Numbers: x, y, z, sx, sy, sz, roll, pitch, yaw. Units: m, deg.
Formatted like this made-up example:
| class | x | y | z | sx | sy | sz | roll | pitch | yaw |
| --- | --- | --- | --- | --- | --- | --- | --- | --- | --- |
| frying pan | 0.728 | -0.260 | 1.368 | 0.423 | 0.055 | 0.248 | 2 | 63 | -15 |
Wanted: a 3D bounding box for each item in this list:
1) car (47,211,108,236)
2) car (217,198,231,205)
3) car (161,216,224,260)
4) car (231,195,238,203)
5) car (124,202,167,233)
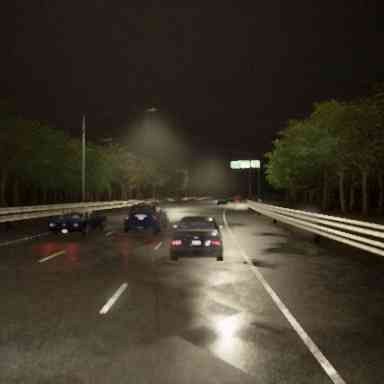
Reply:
| class | x | y | z | sx | sy | sz | roll | pitch | yaw |
| --- | --- | --- | --- | --- | --- | --- | --- | --- | --- |
| car | -6.397 | 1.736 | 19.199 | 1.895 | 1.301 | 4.718 | 0 | 0 | 3 |
| car | 6.676 | 2.076 | 72.219 | 1.994 | 1.385 | 4.181 | 0 | 0 | 11 |
| car | 0.226 | 1.647 | 12.827 | 2.033 | 1.411 | 5.357 | 0 | 0 | 2 |
| car | 10.679 | 2.196 | 91.407 | 1.994 | 1.385 | 4.181 | 0 | 0 | 13 |
| car | -2.787 | 1.508 | 20.994 | 2.097 | 1.767 | 4.553 | 0 | 0 | 3 |
